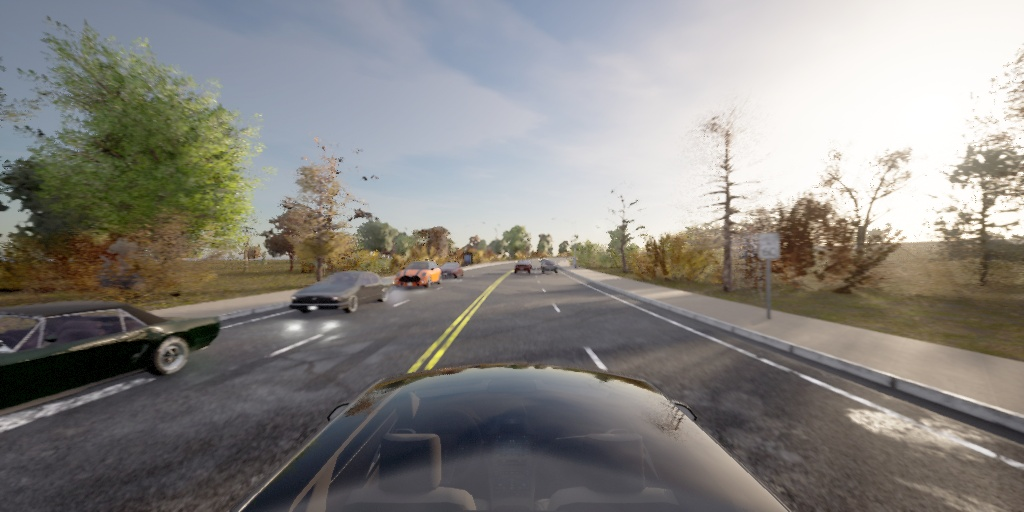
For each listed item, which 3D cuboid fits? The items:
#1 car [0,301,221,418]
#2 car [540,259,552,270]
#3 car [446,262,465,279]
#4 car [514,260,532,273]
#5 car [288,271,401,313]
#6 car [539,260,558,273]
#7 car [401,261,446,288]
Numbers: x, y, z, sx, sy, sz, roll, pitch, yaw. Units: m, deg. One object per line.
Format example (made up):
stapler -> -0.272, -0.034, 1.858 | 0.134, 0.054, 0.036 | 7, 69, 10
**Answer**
car -> -6.610, 1.346, 4.689 | 1.895, 1.301, 4.718 | 0, 0, 1
car -> 5.414, 1.334, 56.973 | 1.837, 1.490, 4.892 | 0, 0, 5
car -> -5.767, 1.331, 34.146 | 1.812, 1.442, 4.674 | 0, 0, 2
car -> 1.310, 1.300, 44.126 | 1.882, 1.535, 5.008 | 0, 0, 4
car -> -6.455, 1.318, 14.365 | 2.033, 1.411, 5.357 | 0, 0, 1
car -> 4.568, 1.317, 43.904 | 2.128, 1.511, 4.902 | 0, 0, 4
car -> -6.165, 1.143, 24.112 | 2.097, 1.767, 4.553 | 0, 0, 2
